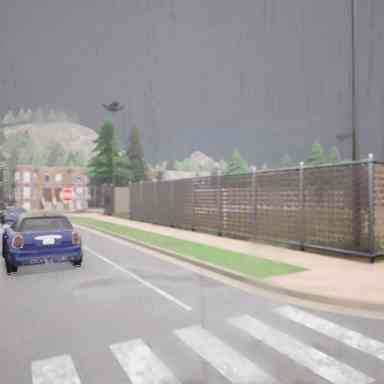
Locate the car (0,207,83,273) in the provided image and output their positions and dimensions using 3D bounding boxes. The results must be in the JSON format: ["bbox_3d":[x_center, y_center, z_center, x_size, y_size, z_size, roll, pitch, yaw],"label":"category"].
[{"bbox_3d":[-5.291,1.492,11.518,2.097,1.767,4.553,0,-1,-31],"label":"car"}]
